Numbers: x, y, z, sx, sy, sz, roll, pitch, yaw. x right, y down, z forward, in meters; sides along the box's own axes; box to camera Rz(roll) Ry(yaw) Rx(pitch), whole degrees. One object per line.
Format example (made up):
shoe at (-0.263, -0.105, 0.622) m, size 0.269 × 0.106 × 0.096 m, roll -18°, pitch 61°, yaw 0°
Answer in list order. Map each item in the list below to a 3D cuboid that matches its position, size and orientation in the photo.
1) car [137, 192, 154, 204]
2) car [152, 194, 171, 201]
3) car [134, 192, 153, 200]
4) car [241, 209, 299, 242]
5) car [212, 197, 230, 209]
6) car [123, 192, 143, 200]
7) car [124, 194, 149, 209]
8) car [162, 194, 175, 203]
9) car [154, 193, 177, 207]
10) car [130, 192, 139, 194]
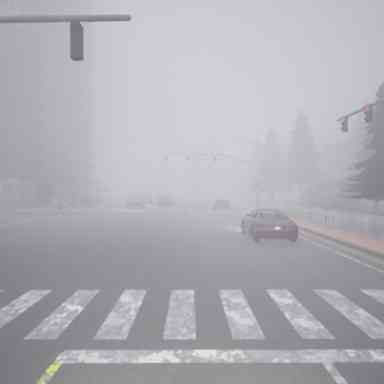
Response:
car at (-7.298, 1.208, 54.100) m, size 2.128 × 1.511 × 4.902 m, roll 0°, pitch 0°, yaw -2°
car at (-6.905, 1.108, 74.768) m, size 1.837 × 1.490 × 4.892 m, roll 0°, pitch 0°, yaw -39°
car at (-10.850, 0.813, 73.998) m, size 2.097 × 1.767 × 4.553 m, roll 0°, pitch 0°, yaw -39°
car at (3.591, 1.484, 15.952) m, size 1.994 × 1.385 × 4.181 m, roll 0°, pitch 0°, yaw 0°
car at (3.584, 1.308, 41.356) m, size 1.812 × 1.442 × 4.674 m, roll 0°, pitch 0°, yaw 0°
car at (-14.563, 0.920, 81.662) m, size 4.553 × 1.767 × 2.097 m, roll 0°, pitch 0°, yaw 32°
car at (-7.099, 1.303, 42.418) m, size 1.812 × 1.442 × 4.674 m, roll 0°, pitch 0°, yaw 0°
car at (-4.376, 1.159, 60.702) m, size 1.882 × 1.535 × 5.008 m, roll 0°, pitch 1°, yaw -9°
car at (-3.598, 1.108, 46.498) m, size 2.097 × 1.767 × 4.553 m, roll 0°, pitch 0°, yaw 0°
car at (-11.376, 0.988, 69.061) m, size 2.097 × 1.767 × 4.553 m, roll 0°, pitch 0°, yaw -34°
